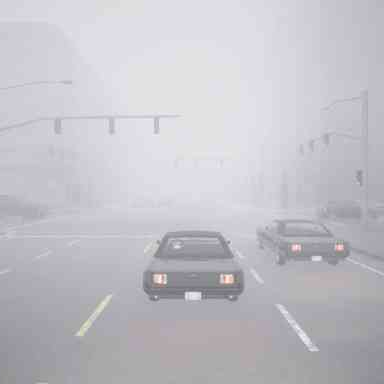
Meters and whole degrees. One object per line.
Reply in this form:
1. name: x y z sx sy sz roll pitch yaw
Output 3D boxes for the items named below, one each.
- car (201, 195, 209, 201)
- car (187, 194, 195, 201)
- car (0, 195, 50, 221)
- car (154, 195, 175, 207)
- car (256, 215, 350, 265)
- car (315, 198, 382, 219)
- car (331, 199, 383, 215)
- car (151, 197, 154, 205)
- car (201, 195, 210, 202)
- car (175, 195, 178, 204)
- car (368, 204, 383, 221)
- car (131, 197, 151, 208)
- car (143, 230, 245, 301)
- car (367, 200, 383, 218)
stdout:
1. car: 3.343 1.553 87.383 1.994 1.385 4.181 0 0 1
2. car: -0.159 1.355 87.252 2.097 1.767 4.553 0 0 1
3. car: -14.666 1.273 27.183 5.566 2.045 2.150 0 0 -2
4. car: -4.065 1.547 50.263 2.033 1.411 5.357 0 0 0
5. car: 3.542 1.601 11.655 1.895 1.301 4.718 0 0 0
6. car: 12.544 1.408 27.080 4.553 1.767 2.097 0 0 0
7. car: 17.189 1.533 34.278 5.008 1.535 1.882 0 0 0
8. car: -7.516 1.547 58.421 2.033 1.411 5.357 0 0 0
9. car: 3.248 1.595 77.408 1.895 1.301 4.718 0 0 1
10. car: -3.984 1.505 60.106 1.837 1.490 4.892 0 0 1
11. car: 3.593 1.221 1.903 2.150 2.045 5.566 0 0 0
12. car: -7.547 1.505 47.854 1.837 1.490 4.892 0 0 0
13. car: 0.038 1.601 8.267 1.895 1.301 4.718 0 0 0
14. car: 19.254 1.547 30.777 4.902 1.511 2.128 0 0 0
